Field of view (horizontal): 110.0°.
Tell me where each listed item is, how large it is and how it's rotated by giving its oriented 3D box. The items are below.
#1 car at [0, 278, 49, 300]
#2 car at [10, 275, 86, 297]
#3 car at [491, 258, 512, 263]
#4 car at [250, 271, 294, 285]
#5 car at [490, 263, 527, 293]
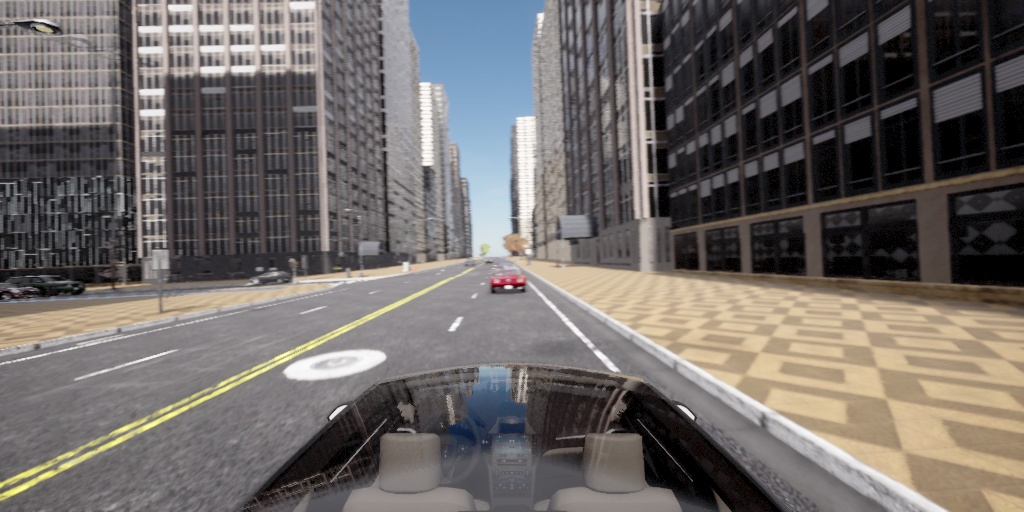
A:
[{"bbox_3d":[-43.046,2.993,30.514,4.097,1.591,1.967,0,0,-2],"label":"car"},{"bbox_3d":[-43.166,2.809,33.143,5.566,2.045,2.150,-3,-1,-2],"label":"car"},{"bbox_3d":[-0.700,1.182,35.623,2.033,1.411,5.357,-2,0,-1],"label":"car"},{"bbox_3d":[-26.482,2.410,39.699,4.403,1.370,2.007,0,0,-2],"label":"car"},{"bbox_3d":[-0.223,1.278,20.258,1.895,1.301,4.718,-2,0,-1],"label":"car"}]
